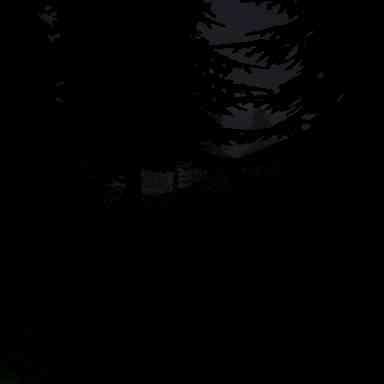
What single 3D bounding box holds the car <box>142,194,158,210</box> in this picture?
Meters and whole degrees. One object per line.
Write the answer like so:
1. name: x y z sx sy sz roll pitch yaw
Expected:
1. car: -6.438 1.206 39.240 2.150 2.045 5.566 0 0 37
